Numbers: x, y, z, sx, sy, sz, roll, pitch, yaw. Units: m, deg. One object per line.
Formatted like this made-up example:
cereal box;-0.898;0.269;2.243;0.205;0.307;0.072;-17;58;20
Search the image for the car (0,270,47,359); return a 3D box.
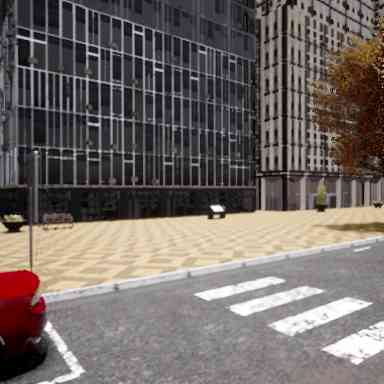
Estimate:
car;-4.058;1.551;3.667;4.507;1.381;1.887;0;0;-36
